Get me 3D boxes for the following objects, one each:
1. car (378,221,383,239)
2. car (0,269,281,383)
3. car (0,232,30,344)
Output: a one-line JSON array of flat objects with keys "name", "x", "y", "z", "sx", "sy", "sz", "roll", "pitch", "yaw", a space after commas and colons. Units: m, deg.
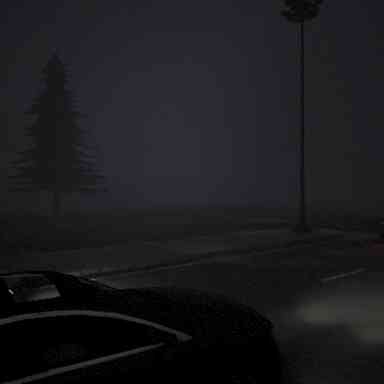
[{"name": "car", "x": 10.580, "y": 1.521, "z": 15.515, "sx": 4.181, "sy": 1.385, "sz": 1.994, "roll": 0, "pitch": 0, "yaw": -34}, {"name": "car", "x": -1.299, "y": 1.491, "z": 2.820, "sx": 4.902, "sy": 1.511, "sz": 2.128, "roll": 0, "pitch": 0, "yaw": -35}, {"name": "car", "x": -4.935, "y": 1.529, "z": 4.526, "sx": 4.674, "sy": 1.442, "sz": 1.812, "roll": 0, "pitch": 0, "yaw": -35}]
